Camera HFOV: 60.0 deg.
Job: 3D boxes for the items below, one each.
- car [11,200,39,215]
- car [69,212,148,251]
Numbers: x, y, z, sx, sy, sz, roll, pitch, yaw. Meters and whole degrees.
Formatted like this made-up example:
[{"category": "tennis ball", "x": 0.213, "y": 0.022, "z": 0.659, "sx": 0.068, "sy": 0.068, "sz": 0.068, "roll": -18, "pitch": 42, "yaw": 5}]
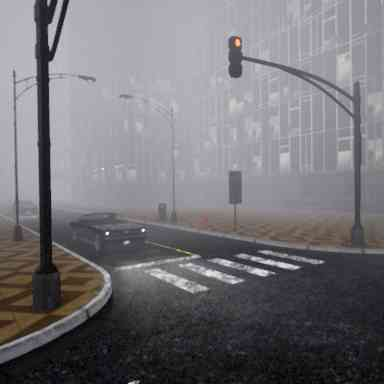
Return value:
[{"category": "car", "x": -16.211, "y": 1.499, "z": 32.124, "sx": 2.033, "sy": 1.411, "sz": 5.357, "roll": -1, "pitch": 1, "yaw": -35}, {"category": "car", "x": -3.700, "y": 1.571, "z": 14.223, "sx": 1.895, "sy": 1.301, "sz": 4.718, "roll": -1, "pitch": 1, "yaw": -35}]
